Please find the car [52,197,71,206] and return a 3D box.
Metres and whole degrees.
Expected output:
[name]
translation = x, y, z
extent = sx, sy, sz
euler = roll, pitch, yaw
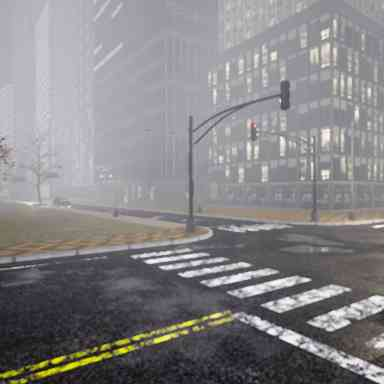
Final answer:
[car]
translation = -21.405, 1.530, 54.450
extent = 2.033, 1.411, 5.357
euler = 0, 0, -35
